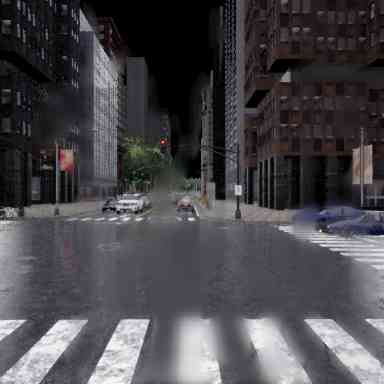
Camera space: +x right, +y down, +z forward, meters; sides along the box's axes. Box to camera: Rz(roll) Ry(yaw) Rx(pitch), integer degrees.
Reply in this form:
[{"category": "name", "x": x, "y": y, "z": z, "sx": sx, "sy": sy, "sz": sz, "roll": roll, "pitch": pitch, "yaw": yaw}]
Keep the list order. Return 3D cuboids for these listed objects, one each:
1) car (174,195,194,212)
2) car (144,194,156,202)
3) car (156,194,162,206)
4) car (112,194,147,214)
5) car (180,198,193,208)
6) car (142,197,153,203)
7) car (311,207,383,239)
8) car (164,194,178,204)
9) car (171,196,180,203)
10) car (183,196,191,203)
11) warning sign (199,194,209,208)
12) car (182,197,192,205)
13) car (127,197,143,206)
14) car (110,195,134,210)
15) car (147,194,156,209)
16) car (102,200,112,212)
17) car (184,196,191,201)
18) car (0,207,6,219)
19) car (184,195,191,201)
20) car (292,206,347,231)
[{"category": "car", "x": -0.717, "y": 1.448, "z": 39.004, "sx": 1.967, "sy": 1.590, "sz": 4.097, "roll": 0, "pitch": 0, "yaw": -1}, {"category": "car", "x": -9.595, "y": 1.417, "z": 76.909, "sx": 2.192, "sy": 1.841, "sz": 5.009, "roll": 0, "pitch": 0, "yaw": -1}, {"category": "car", "x": -6.717, "y": 1.398, "z": 55.792, "sx": 2.097, "sy": 1.767, "sz": 4.553, "roll": 0, "pitch": 0, "yaw": 0}, {"category": "car", "x": -6.545, "y": 1.223, "z": 35.566, "sx": 2.150, "sy": 2.045, "sz": 5.566, "roll": 0, "pitch": 0, "yaw": -1}, {"category": "car", "x": -0.817, "y": 1.614, "z": 49.853, "sx": 1.802, "sy": 1.307, "sz": 4.206, "roll": 0, "pitch": 0, "yaw": -1}, {"category": "car", "x": -9.544, "y": 1.669, "z": 71.482, "sx": 1.802, "sy": 1.307, "sz": 4.206, "roll": 0, "pitch": 0, "yaw": -1}, {"category": "car", "x": 9.513, "y": 1.709, "z": 17.710, "sx": 5.357, "sy": 1.411, "sz": 2.033, "roll": 1, "pitch": 0, "yaw": 0}, {"category": "car", "x": -3.604, "y": 1.551, "z": 62.873, "sx": 2.128, "sy": 1.511, "sz": 4.902, "roll": 0, "pitch": -1, "yaw": 0}, {"category": "car", "x": -3.815, "y": 1.694, "z": 75.834, "sx": 1.895, "sy": 1.301, "sz": 4.718, "roll": 0, "pitch": 0, "yaw": -1}, {"category": "car", "x": -1.020, "y": 1.612, "z": 71.723, "sx": 1.752, "sy": 1.417, "sz": 4.829, "roll": 0, "pitch": 0, "yaw": -1}, {"category": "warning sign", "x": 1.560, "y": 1.132, "z": 42.696, "sx": 1.300, "sy": 1.860, "sz": 1.060, "roll": 0, "pitch": 0, "yaw": -1}, {"category": "car", "x": -0.918, "y": 1.603, "z": 60.703, "sx": 1.887, "sy": 1.381, "sz": 4.507, "roll": 0, "pitch": 0, "yaw": -1}, {"category": "car", "x": -9.391, "y": 1.570, "z": 55.035, "sx": 1.752, "sy": 1.417, "sz": 4.829, "roll": 0, "pitch": 0, "yaw": -1}, {"category": "car", "x": -9.292, "y": 1.335, "z": 44.354, "sx": 2.192, "sy": 1.841, "sz": 5.009, "roll": 0, "pitch": 0, "yaw": -1}, {"category": "car", "x": -6.634, "y": 1.375, "z": 45.591, "sx": 2.097, "sy": 1.767, "sz": 4.553, "roll": 0, "pitch": 0, "yaw": 0}, {"category": "car", "x": -9.241, "y": 1.574, "z": 38.928, "sx": 1.947, "sy": 1.339, "sz": 4.313, "roll": 0, "pitch": 0, "yaw": -1}, {"category": "car", "x": -1.222, "y": 1.696, "z": 93.252, "sx": 1.887, "sy": 1.381, "sz": 4.507, "roll": 0, "pitch": 0, "yaw": -1}, {"category": "car", "x": -14.286, "y": 1.311, "z": 20.753, "sx": 4.902, "sy": 1.511, "sz": 2.128, "roll": 1, "pitch": 0, "yaw": 0}, {"category": "car", "x": -1.171, "y": 1.574, "z": 87.827, "sx": 1.967, "sy": 1.590, "sz": 4.097, "roll": 0, "pitch": 0, "yaw": -1}, {"category": "car", "x": 8.862, "y": 1.626, "z": 20.953, "sx": 5.008, "sy": 1.535, "sz": 1.882, "roll": 1, "pitch": 0, "yaw": 0}]
